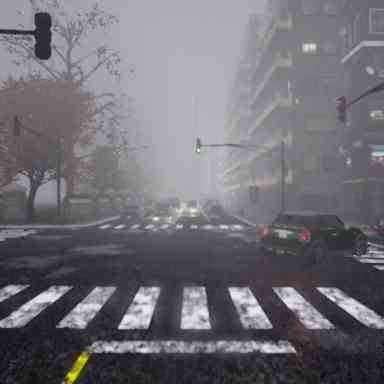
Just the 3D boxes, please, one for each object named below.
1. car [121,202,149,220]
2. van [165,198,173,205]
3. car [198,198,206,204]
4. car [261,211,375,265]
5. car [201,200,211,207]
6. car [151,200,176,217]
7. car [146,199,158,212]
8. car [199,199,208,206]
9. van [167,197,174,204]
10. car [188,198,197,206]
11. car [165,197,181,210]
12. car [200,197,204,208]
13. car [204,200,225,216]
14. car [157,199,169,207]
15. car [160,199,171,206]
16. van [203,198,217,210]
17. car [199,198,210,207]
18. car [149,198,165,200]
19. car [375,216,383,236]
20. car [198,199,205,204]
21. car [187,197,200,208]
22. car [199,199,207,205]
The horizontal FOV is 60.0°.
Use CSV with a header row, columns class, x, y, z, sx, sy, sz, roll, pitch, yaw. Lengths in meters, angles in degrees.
class,x,y,z,sx,sy,sz,roll,pitch,yaw
car,-5.678,1.916,32.203,1.947,1.339,4.313,0,-1,0
van,-5.665,2.293,82.874,1.690,1.788,3.998,0,-1,0
car,2.717,2.463,88.499,1.967,1.590,4.097,0,-1,0
car,4.711,1.525,12.557,4.553,1.767,2.097,2,0,-39
car,2.711,2.288,65.979,1.887,1.381,4.507,0,-1,0
car,-3.086,1.906,36.803,1.837,1.490,4.892,0,-1,0
car,-5.675,2.001,43.294,1.752,1.417,4.829,0,-1,0
car,2.714,2.431,77.239,2.008,1.369,4.403,0,-1,0
van,-5.663,2.364,88.502,1.690,1.788,3.998,0,-1,0
car,0.021,2.163,71.336,1.882,1.535,5.008,0,-1,0
car,-3.040,1.832,54.716,2.150,2.045,5.566,0,-1,1
car,2.708,2.048,54.721,1.967,1.590,4.097,0,-1,0
car,2.703,1.957,37.830,1.887,1.381,4.507,0,-1,0
car,-5.669,2.184,65.984,1.967,1.590,4.097,0,-1,0
car,-5.667,2.252,71.613,1.967,1.590,4.097,0,-1,0
van,2.706,1.818,43.463,1.690,1.788,3.998,0,-1,0
car,2.713,2.126,71.612,2.192,1.841,5.009,0,-1,0
car,-5.674,1.858,49.096,2.192,1.841,5.009,0,-1,0
car,13.472,1.810,19.875,5.009,1.841,2.192,1,-2,0
car,2.719,2.677,94.128,1.802,1.307,4.206,0,-1,0
car,0.017,2.160,60.916,1.882,1.535,5.008,0,-1,0
car,2.715,2.496,82.869,1.887,1.381,4.507,0,-1,0
